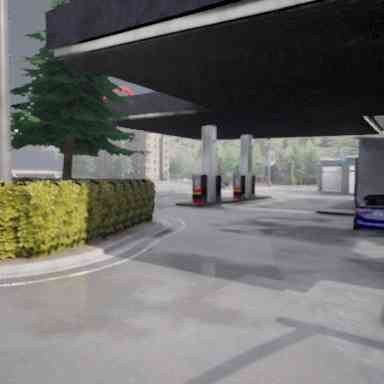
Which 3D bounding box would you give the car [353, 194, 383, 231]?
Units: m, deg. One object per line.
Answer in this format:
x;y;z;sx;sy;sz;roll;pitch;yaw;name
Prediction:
9.165;0.928;15.916;2.242;1.667;4.611;3;3;35;car

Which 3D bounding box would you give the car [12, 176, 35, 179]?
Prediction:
-18.327;-0.723;35.865;3.866;1.878;1.905;3;3;35;car

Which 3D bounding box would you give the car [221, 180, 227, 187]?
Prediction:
3.746;-1.739;66.271;5.027;1.636;2.152;3;3;35;car

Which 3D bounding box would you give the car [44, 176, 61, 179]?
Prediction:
-27.926;-2.297;66.071;3.866;1.878;1.905;3;3;35;car

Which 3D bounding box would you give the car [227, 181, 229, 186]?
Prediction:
5.507;-1.840;68.865;4.514;1.523;2.007;3;3;35;car

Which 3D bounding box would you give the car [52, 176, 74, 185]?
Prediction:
-26.592;-2.391;68.684;4.605;1.855;1.932;3;3;35;car

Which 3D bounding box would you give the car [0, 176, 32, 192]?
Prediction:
-22.872;-1.101;43.069;4.605;1.855;1.932;3;3;35;car
